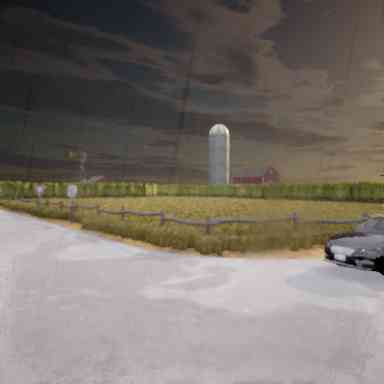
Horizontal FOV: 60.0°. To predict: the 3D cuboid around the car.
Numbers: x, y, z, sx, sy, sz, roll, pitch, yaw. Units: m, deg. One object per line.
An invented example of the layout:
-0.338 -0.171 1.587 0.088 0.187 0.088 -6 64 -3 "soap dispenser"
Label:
6.184 1.506 10.130 4.902 1.511 2.128 0 0 -27 "car"
